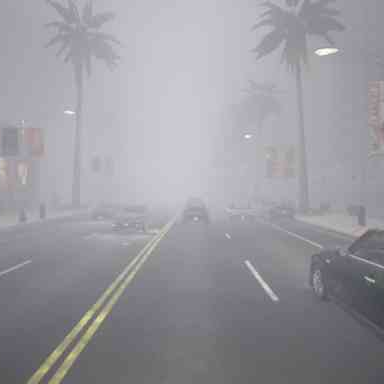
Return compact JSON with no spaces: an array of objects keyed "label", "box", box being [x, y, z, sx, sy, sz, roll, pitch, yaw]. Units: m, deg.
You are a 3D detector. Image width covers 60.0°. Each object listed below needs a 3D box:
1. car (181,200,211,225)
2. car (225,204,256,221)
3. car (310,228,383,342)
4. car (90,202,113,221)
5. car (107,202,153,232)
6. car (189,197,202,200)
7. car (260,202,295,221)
[{"label":"car","box":[0.269,1.493,23.666,1.837,1.490,4.892,0,-1,1]},{"label":"car","box":[3.802,1.591,26.847,1.895,1.301,4.718,0,0,1]},{"label":"car","box":[3.602,1.350,5.406,2.097,1.767,4.553,0,0,0]},{"label":"car","box":[-6.879,1.537,27.786,2.033,1.411,5.357,0,0,1]},{"label":"car","box":[-3.474,1.497,20.192,1.837,1.490,4.892,0,0,1]},{"label":"car","box":[0.423,1.339,38.553,2.097,1.767,4.553,0,0,1]},{"label":"car","box":[6.896,1.504,27.173,2.161,1.482,4.786,0,0,0]}]
